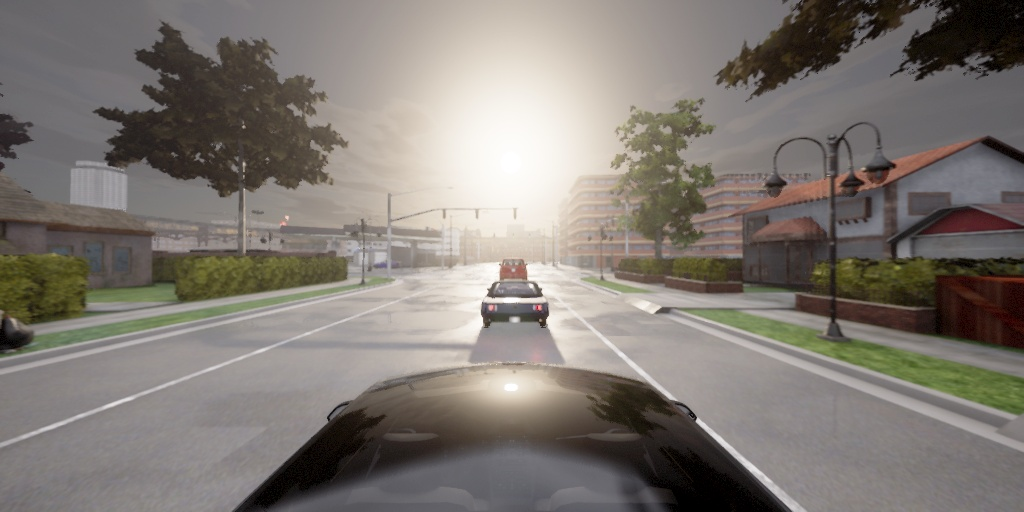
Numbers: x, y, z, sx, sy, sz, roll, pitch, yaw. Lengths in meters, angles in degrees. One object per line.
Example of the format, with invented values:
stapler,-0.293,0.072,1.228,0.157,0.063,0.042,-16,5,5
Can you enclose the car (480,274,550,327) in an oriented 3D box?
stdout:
car,0.089,1.426,11.789,1.895,1.301,4.718,0,0,0

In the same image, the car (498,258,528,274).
car,0.097,1.171,28.884,2.150,2.045,5.566,0,-1,0
